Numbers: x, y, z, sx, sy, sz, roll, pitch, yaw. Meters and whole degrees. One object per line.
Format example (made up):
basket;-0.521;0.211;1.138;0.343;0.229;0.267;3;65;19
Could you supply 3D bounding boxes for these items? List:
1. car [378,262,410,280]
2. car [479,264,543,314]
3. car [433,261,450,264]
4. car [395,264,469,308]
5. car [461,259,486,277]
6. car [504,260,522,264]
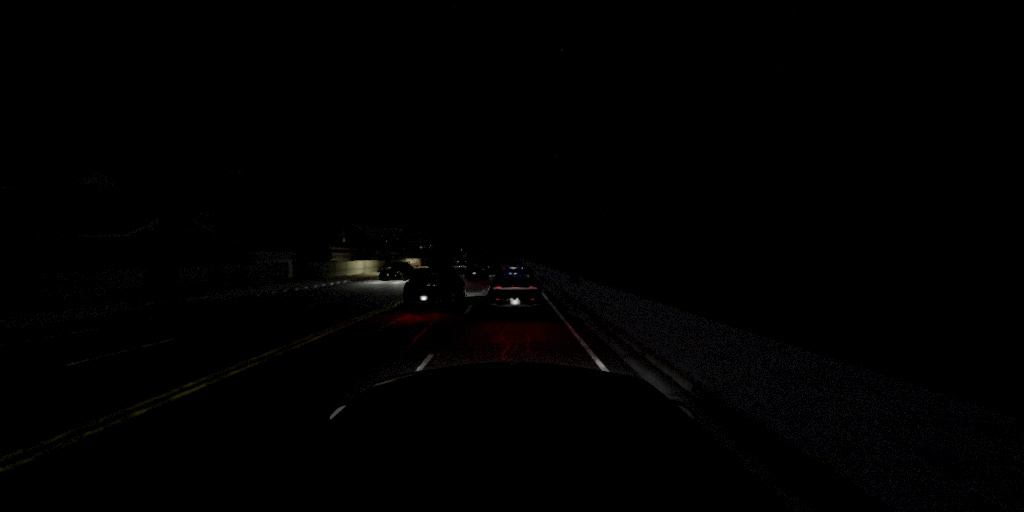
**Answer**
car;-9.853;1.244;30.825;1.837;1.490;4.892;0;0;0
car;0.098;1.235;13.707;2.128;1.511;4.902;0;0;0
car;-6.602;1.243;32.899;1.837;1.490;4.892;0;0;0
car;-3.152;1.248;15.230;1.837;1.490;4.892;0;0;0
car;-3.154;1.264;32.231;1.812;1.442;4.674;0;0;0
car;0.097;1.091;30.940;2.097;1.767;4.553;0;0;0
